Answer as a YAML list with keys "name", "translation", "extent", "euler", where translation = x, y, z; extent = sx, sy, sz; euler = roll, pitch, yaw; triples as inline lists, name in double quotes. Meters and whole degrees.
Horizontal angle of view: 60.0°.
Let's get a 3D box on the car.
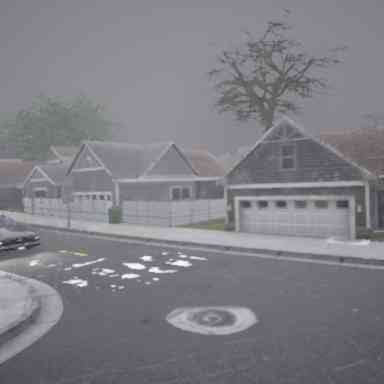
- name: "car"
  translation: [-8.560, 1.716, 14.053]
  extent: [5.357, 1.411, 2.033]
  euler: [0, 3, 36]
